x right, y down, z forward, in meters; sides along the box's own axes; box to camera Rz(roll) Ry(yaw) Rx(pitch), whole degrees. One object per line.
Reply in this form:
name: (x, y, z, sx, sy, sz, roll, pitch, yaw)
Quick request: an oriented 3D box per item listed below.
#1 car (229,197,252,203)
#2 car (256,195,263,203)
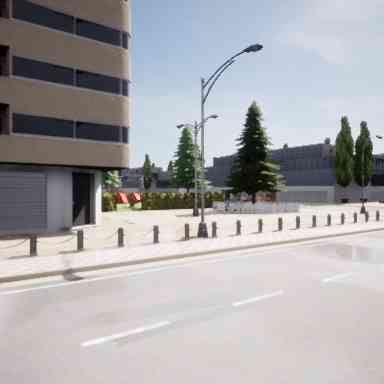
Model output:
car: (8.762, 1.571, 63.041, 1.994, 1.385, 4.181, 0, 0, -36)
car: (11.627, 1.365, 65.051, 2.097, 1.767, 4.553, 0, 0, -36)
